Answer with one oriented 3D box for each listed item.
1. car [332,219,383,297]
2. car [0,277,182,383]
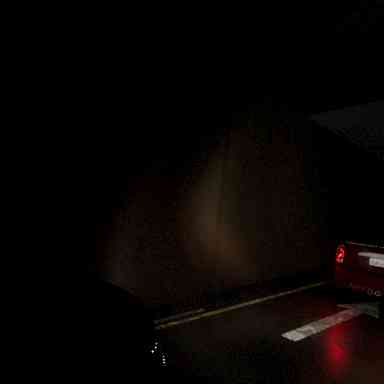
[{"bbox_3d":[5.236,1.352,7.513,4.553,1.767,2.097,0,0,-35],"label":"car"},{"bbox_3d":[-2.741,1.221,1.831,5.566,2.045,2.150,0,0,-35],"label":"car"}]
